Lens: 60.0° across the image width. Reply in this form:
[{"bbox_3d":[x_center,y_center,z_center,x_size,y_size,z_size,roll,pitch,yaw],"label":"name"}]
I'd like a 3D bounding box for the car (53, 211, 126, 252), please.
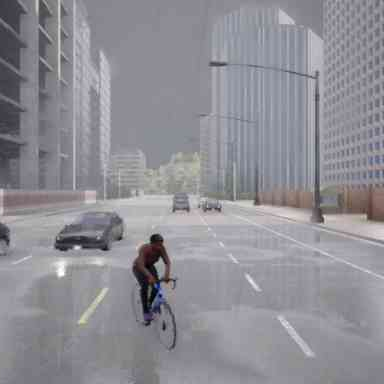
[{"bbox_3d":[-4.059,1.547,14.183,2.033,1.411,5.357,0,0,-2],"label":"car"}]

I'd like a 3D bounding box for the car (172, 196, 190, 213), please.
[{"bbox_3d":[-1.229,1.491,37.510,2.128,1.511,4.902,0,0,-2],"label":"car"}]

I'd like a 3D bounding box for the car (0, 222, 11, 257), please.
[{"bbox_3d":[-7.416,1.506,10.129,1.837,1.490,4.892,0,0,-2],"label":"car"}]

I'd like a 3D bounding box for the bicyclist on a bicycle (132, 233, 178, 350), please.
[{"bbox_3d":[-0.629,1.452,5.214,0.582,1.620,1.656,0,2,-31],"label":"bicyclist on a bicycle"}]

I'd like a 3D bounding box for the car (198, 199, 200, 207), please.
[{"bbox_3d":[1.811,1.525,48.381,1.812,1.442,4.674,0,0,-2],"label":"car"}]

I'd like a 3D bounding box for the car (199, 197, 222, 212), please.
[{"bbox_3d":[2.234,1.601,38.549,1.895,1.301,4.718,0,0,-2],"label":"car"}]

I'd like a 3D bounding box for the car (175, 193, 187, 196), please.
[{"bbox_3d":[-1.604,1.221,47.677,2.150,2.045,5.566,0,0,-2],"label":"car"}]
